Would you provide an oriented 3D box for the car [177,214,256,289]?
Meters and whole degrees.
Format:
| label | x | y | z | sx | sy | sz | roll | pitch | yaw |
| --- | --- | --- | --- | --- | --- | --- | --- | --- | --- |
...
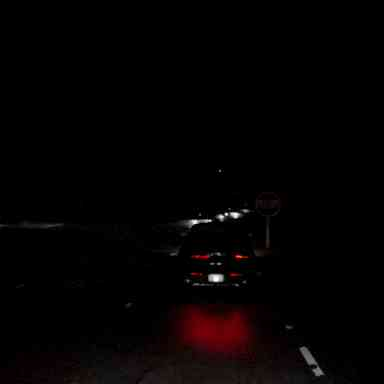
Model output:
| label | x | y | z | sx | sy | sz | roll | pitch | yaw |
| --- | --- | --- | --- | --- | --- | --- | --- | --- | --- |
| car | 0.687 | 1.581 | 9.391 | 1.837 | 1.490 | 4.892 | 0 | -1 | 4 |

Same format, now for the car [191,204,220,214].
| label | x | y | z | sx | sy | sz | roll | pitch | yaw |
| --- | --- | --- | --- | --- | --- | --- | --- | --- | --- |
| car | 1.257 | 2.029 | 33.545 | 1.994 | 1.385 | 4.181 | 0 | -1 | 15 |

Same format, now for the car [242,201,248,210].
| label | x | y | z | sx | sy | sz | roll | pitch | yaw |
| --- | --- | --- | --- | --- | --- | --- | --- | --- | --- |
| car | 9.784 | 2.571 | 64.937 | 2.097 | 1.767 | 4.553 | 0 | -2 | 14 |

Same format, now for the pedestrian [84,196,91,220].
| label | x | y | z | sx | sy | sz | roll | pitch | yaw |
| --- | --- | --- | --- | --- | --- | --- | --- | --- | --- |
| pedestrian | -8.369 | 1.271 | 26.613 | 0.375 | 1.860 | 0.375 | 0 | -4 | 6 |

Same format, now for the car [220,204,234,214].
| label | x | y | z | sx | sy | sz | roll | pitch | yaw |
| --- | --- | --- | --- | --- | --- | --- | --- | --- | --- |
| car | 3.645 | 2.220 | 42.512 | 2.033 | 1.411 | 5.357 | 0 | -1 | 16 |

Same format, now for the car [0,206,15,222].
| label | x | y | z | sx | sy | sz | roll | pitch | yaw |
| --- | --- | --- | --- | --- | --- | --- | --- | --- | --- |
| car | -13.676 | 1.065 | 20.822 | 5.008 | 1.535 | 1.882 | 3 | -1 | 6 |

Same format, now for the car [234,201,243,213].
| label | x | y | z | sx | sy | sz | roll | pitch | yaw |
| --- | --- | --- | --- | --- | --- | --- | --- | --- | --- |
| car | 6.349 | 2.495 | 51.962 | 1.895 | 1.301 | 4.718 | 0 | -1 | 16 |
